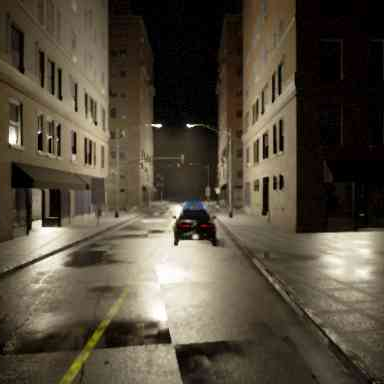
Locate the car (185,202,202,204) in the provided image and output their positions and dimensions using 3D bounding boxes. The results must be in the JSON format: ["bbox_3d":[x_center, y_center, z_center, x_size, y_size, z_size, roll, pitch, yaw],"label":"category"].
[{"bbox_3d":[0.134,1.503,26.460,1.882,1.535,5.008,0,0,0],"label":"car"}]

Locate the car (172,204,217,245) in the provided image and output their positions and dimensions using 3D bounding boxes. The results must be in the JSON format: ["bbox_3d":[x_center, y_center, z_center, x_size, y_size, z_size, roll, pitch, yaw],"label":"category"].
[{"bbox_3d":[0.126,1.522,15.527,1.837,1.490,4.892,0,0,0],"label":"car"}]
